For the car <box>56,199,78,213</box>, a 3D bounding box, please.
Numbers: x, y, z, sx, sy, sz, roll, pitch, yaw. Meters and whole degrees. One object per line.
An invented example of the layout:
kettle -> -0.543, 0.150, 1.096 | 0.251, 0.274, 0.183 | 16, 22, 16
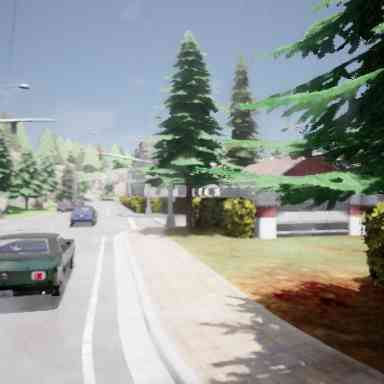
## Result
car -> -16.473, 1.931, 43.418 | 1.812, 1.442, 4.674 | 0, -1, -14

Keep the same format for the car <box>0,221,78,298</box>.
car -> -4.123, 1.681, 8.493 | 1.895, 1.301, 4.718 | 0, -1, -15

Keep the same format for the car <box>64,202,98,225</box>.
car -> -8.526, 1.806, 26.364 | 2.033, 1.411, 5.357 | 0, -1, -14

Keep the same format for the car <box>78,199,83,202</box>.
car -> -20.241, 2.044, 59.055 | 2.128, 1.511, 4.902 | 0, 0, -13
